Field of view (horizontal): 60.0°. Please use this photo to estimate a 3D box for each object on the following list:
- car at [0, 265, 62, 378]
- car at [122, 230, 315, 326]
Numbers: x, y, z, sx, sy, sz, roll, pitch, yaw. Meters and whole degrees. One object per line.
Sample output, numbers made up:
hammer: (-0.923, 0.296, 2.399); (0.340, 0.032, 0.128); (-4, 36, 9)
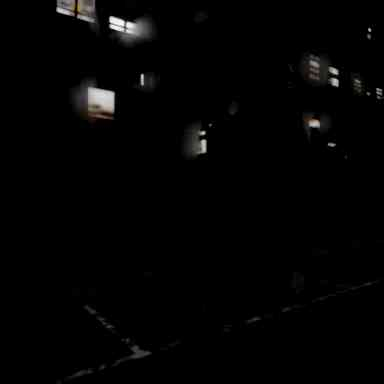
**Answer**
car: (-3.853, 1.549, 3.810); (4.403, 1.369, 2.008); (0, 0, -36)
car: (0.736, 1.556, 7.084); (4.507, 1.381, 1.887); (0, 0, -36)
